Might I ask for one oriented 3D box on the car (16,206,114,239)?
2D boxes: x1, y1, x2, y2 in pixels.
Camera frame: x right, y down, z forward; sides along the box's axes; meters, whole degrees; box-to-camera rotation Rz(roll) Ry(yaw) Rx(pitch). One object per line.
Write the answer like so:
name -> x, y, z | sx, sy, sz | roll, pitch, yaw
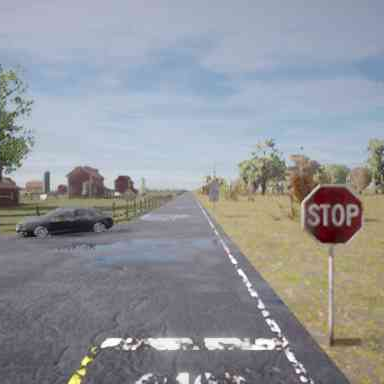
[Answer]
car -> -6.640, 1.569, 17.784 | 4.892, 1.490, 1.837 | -1, 5, -35
